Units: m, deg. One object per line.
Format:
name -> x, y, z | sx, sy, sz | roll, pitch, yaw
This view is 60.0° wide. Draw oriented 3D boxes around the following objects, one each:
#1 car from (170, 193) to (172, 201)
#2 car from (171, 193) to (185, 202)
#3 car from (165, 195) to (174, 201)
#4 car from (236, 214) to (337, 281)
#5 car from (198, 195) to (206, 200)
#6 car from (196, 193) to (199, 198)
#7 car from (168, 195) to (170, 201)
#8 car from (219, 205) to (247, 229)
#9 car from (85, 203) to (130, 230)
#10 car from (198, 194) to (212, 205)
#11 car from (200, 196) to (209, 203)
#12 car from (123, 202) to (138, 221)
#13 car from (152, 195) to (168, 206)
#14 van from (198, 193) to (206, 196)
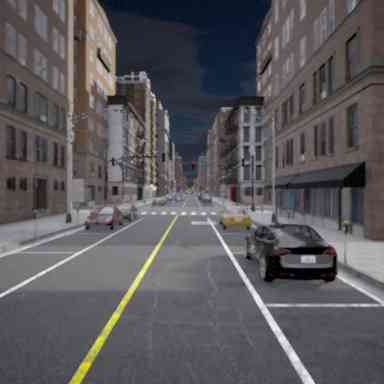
car -> -5.415, 1.354, 75.156 | 1.967, 1.590, 4.097 | 0, 0, 0
car -> -2.755, 1.444, 71.118 | 2.128, 1.511, 4.902 | 0, 0, 0
car -> -5.420, 1.433, 80.392 | 1.752, 1.417, 4.829 | 0, 0, 0
car -> 2.637, 1.557, 9.613 | 1.947, 1.339, 4.313 | 0, 0, 0
car -> 2.640, 1.468, 85.970 | 1.947, 1.339, 4.313 | 0, 0, 0
car -> 2.640, 1.223, 80.563 | 2.192, 1.841, 5.009 | 0, 0, 0
car -> -5.399, 1.459, 58.767 | 1.752, 1.417, 4.829 | 0, 0, 0
car -> 2.636, 1.504, 21.145 | 1.752, 1.417, 4.829 | 0, 0, 0
car -> -5.389, 1.560, 20.974 | 1.802, 1.307, 4.206 | 0, 0, 0
car -> 2.635, 1.485, 58.939 | 2.008, 1.369, 4.403 | 0, 0, 0
car -> 2.637, 1.503, 69.751 | 1.802, 1.307, 4.206 | 0, 0, 0
car -> -5.389, 1.523, 26.655 | 2.008, 1.369, 4.403 | 0, 0, 0
car -> -5.393, 1.491, 53.531 | 2.008, 1.369, 4.403 | 0, 0, 0
van -> 2.637, 1.268, 64.345 | 1.690, 1.788, 3.998 | 0, 0, 0
